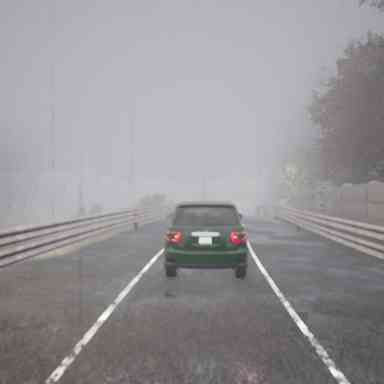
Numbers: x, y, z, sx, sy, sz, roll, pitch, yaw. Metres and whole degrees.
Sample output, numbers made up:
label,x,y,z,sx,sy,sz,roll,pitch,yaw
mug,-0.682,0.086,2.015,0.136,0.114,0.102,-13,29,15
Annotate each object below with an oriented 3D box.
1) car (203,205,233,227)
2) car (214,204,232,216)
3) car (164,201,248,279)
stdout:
label,x,y,z,sx,sy,sz,roll,pitch,yaw
car,2.014,1.740,24.778,1.994,1.385,4.181,0,-1,7
car,3.748,2.173,39.989,1.994,1.385,4.181,0,-2,7
car,0.448,1.284,10.505,2.150,2.045,5.566,0,-1,3
